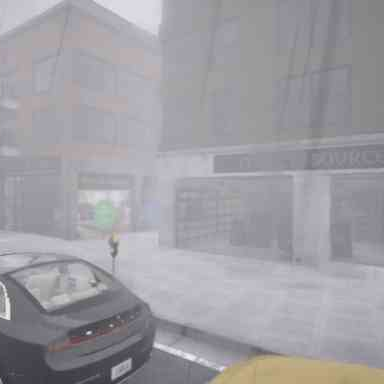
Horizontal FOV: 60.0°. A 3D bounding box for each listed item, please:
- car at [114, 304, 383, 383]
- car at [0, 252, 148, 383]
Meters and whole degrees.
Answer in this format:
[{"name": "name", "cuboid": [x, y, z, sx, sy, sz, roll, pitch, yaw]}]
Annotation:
[{"name": "car", "cuboid": [1.993, 1.529, 1.425, 4.829, 1.417, 1.752, 0, 0, 36]}, {"name": "car", "cuboid": [-2.484, 1.532, 4.619, 4.403, 1.369, 2.008, 0, 0, 36]}]
